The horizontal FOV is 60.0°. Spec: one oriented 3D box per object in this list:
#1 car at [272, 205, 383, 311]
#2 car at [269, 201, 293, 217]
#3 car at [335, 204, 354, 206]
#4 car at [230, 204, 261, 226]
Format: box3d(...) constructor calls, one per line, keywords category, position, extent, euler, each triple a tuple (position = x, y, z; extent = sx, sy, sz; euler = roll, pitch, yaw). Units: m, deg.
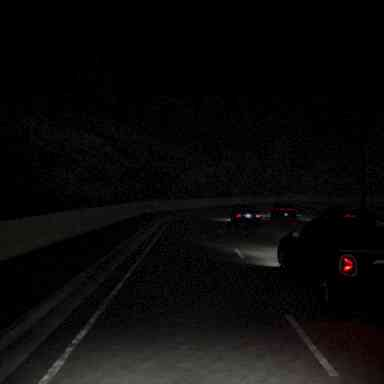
box3d(category="car", position=(3.557, 1.365, 7.930), extent=(2.097, 1.767, 4.553), euler=(0, 0, 0))
box3d(category="car", position=(7.894, 1.551, 28.962), extent=(1.837, 1.490, 4.892), euler=(0, 0, 9))
box3d(category="car", position=(10.760, 1.586, 23.840), extent=(2.033, 1.411, 5.357), euler=(0, 0, 3))
box3d(category="car", position=(3.769, 1.586, 23.843), extent=(2.033, 1.411, 5.357), euler=(0, 0, 3))
